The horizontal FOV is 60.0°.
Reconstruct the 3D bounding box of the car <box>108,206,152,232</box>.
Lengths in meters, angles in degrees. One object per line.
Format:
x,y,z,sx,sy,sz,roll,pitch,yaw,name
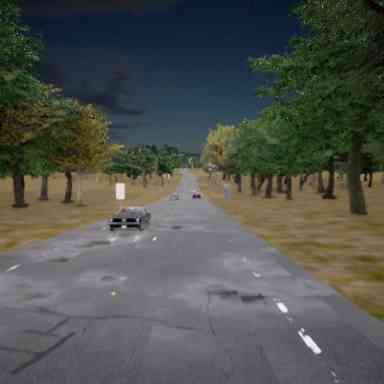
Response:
-3.598,1.544,19.854,1.895,1.301,4.718,0,0,0,car

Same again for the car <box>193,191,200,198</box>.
1.056,0.579,83.368,1.812,1.442,4.674,0,2,0,car

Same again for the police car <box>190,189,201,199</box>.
1.056,0.742,73.480,1.930,1.638,5.238,0,1,0,police car

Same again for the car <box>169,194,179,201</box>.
-3.501,1.023,65.831,2.033,1.411,5.357,0,1,0,car
